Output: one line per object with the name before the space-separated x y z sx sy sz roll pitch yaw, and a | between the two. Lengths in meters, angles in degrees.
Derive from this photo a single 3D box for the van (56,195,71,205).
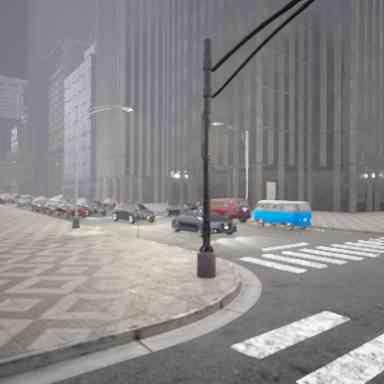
van | -24.193 1.426 62.692 1.690 1.788 3.998 1 0 -36

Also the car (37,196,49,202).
car | -34.307 1.566 76.512 1.752 1.417 4.829 1 0 -35

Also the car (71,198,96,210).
car | -14.737 1.621 45.028 1.812 1.442 4.674 0 0 -36

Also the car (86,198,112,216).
car | -10.118 1.590 33.400 1.837 1.490 4.892 0 0 -36

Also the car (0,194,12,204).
car | -37.749 1.324 66.773 2.192 1.841 5.009 1 0 -36

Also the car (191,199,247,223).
car | 2.467 1.444 26.291 2.192 1.841 5.009 0 0 -36

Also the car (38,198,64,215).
car | -14.425 1.650 34.923 1.802 1.307 4.206 0 0 -36

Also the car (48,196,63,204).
car | -27.627 1.597 67.381 1.752 1.417 4.829 1 0 -36

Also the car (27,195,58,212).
car | -17.757 1.504 39.473 1.967 1.590 4.097 0 0 -36

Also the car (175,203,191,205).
car | -0.867 1.691 30.841 1.947 1.339 4.313 0 0 -36

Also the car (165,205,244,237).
car | 0.602 1.661 18.750 1.994 1.385 4.181 0 0 -36

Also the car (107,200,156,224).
car | -4.590 1.597 25.842 1.837 1.490 4.892 0 0 -36

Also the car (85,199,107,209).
car | -14.198 1.691 49.041 1.802 1.307 4.206 0 0 -36

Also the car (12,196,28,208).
car | -24.421 1.604 48.572 2.008 1.369 4.403 0 0 -36

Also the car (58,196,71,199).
car | -15.910 1.604 41.377 1.812 1.442 4.674 0 0 -36

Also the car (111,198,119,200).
car | -10.864 1.553 44.491 1.967 1.590 4.097 0 0 -36

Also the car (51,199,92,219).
car | -11.093 1.616 30.373 1.887 1.381 4.507 0 0 -36

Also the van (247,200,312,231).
van | 5.800 1.472 21.740 1.690 1.788 3.998 0 0 -36

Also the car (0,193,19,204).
car | -34.416 1.338 62.223 2.192 1.841 5.009 1 0 -36
